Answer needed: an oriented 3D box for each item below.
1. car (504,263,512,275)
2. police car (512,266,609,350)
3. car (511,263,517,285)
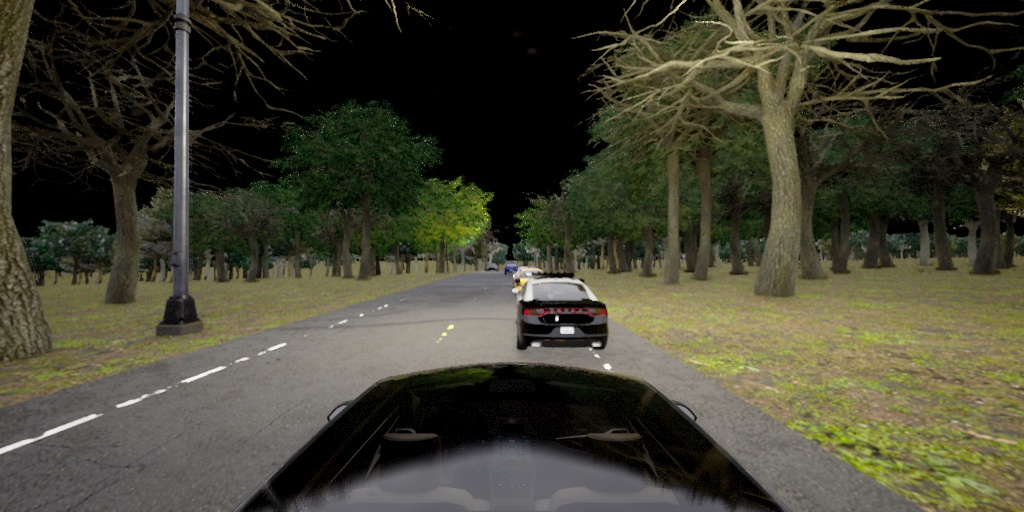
[{"bbox_3d":[-0.037,1.743,48.668,1.882,1.535,5.008,0,-1,0],"label":"car"},{"bbox_3d":[1.041,1.224,9.353,1.930,1.638,5.238,0,0,0],"label":"police car"},{"bbox_3d":[1.026,1.343,19.435,1.801,1.575,5.366,0,-1,0],"label":"car"}]
